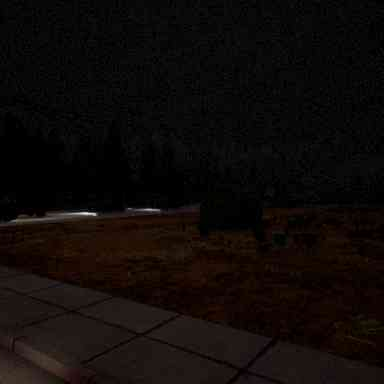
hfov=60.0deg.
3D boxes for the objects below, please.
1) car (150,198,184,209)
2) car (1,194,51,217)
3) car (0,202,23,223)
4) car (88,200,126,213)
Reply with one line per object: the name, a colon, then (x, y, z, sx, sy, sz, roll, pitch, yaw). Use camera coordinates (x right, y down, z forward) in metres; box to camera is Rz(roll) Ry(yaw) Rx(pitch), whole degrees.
car: (-3.375, 1.574, 46.056, 2.033, 1.411, 5.357, 0, 0, 37)
car: (-15.468, 1.248, 29.695, 2.150, 2.045, 5.566, 0, 0, 36)
car: (-15.085, 1.627, 23.704, 1.895, 1.301, 4.718, 0, 0, 35)
car: (-9.573, 1.591, 37.673, 1.994, 1.385, 4.181, 0, 0, 37)
